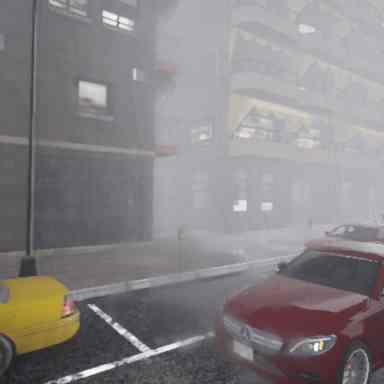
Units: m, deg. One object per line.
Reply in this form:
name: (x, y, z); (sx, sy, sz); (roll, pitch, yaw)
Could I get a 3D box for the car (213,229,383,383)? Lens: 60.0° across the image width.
car: (2.475, 1.563, 5.151); (4.674, 1.442, 1.812); (1, 0, -36)

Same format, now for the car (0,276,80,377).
car: (-3.851, 1.532, 3.789); (4.829, 1.417, 1.752); (0, 0, -36)

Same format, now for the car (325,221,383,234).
car: (5.334, 1.622, 10.381); (4.507, 1.381, 1.887); (0, 0, -36)
